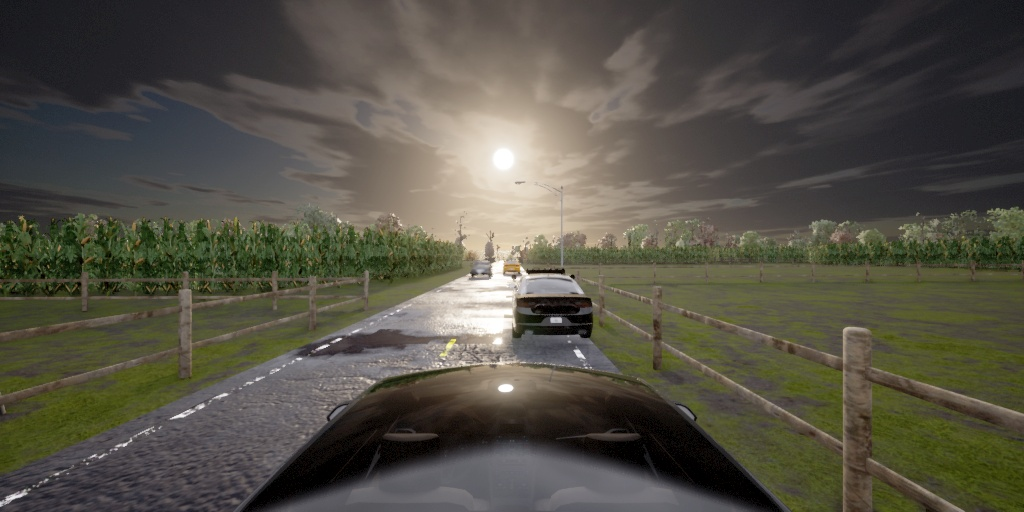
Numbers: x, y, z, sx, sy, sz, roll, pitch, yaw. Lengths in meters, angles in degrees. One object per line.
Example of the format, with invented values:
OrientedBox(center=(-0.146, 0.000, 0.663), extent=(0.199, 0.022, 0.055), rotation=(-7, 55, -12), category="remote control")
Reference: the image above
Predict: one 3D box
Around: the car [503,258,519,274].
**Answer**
OrientedBox(center=(-0.020, 1.211, 40.487), extent=(1.882, 1.535, 5.008), rotation=(0, 0, 0), category="car")

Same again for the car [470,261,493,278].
OrientedBox(center=(-2.835, 1.231, 34.166), extent=(2.128, 1.511, 4.902), rotation=(0, 0, 0), category="car")

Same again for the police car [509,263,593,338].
OrientedBox(center=(0.943, 1.175, 10.292), extent=(1.930, 1.638, 5.238), rotation=(0, 0, 0), category="police car")
